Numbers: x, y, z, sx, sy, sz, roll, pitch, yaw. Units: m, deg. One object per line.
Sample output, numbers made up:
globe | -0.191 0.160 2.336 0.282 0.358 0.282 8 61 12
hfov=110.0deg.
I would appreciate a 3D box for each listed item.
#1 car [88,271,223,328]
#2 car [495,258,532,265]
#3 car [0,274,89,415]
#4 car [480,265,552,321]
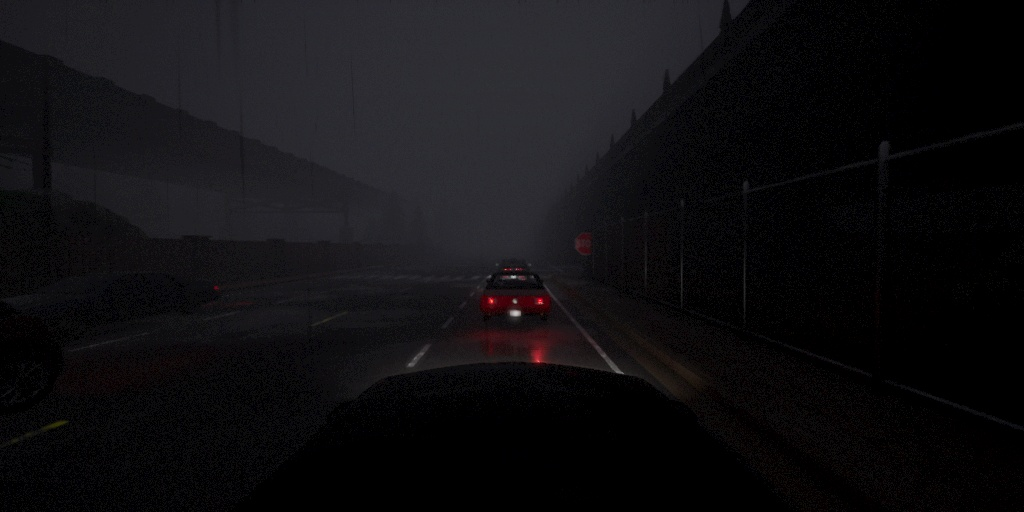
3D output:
car | -10.594 1.130 9.553 2.033 1.411 5.357 0 1 0
car | 0.090 0.843 21.040 1.837 1.490 4.892 0 1 0
car | -7.097 1.078 2.811 2.097 1.767 4.553 0 1 0
car | 0.093 1.143 11.450 1.895 1.301 4.718 0 1 0
